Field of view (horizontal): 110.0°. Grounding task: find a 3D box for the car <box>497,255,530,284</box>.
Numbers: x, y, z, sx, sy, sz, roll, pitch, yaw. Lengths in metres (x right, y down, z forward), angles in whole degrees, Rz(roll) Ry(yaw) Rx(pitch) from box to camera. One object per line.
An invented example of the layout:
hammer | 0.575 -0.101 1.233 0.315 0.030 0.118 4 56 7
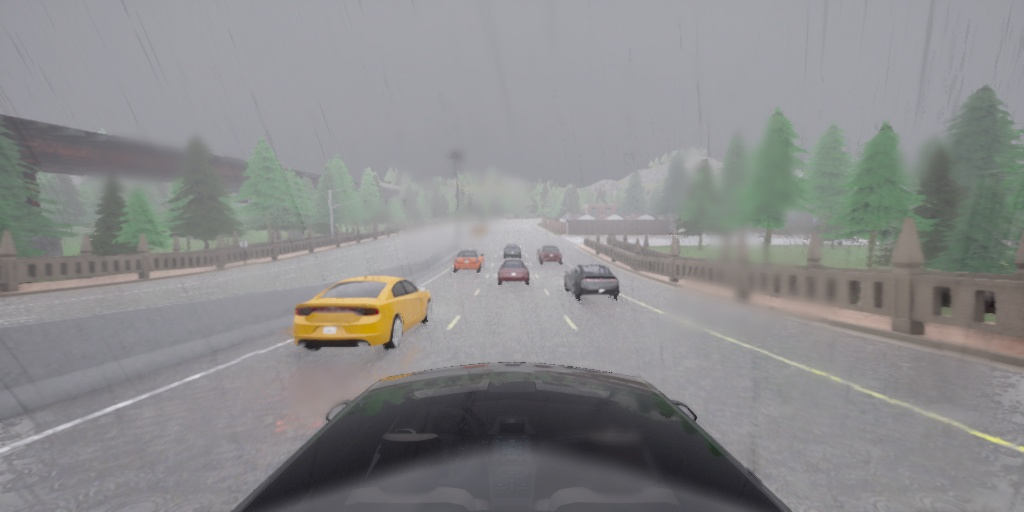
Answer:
car | 0.098 0.913 22.852 1.994 1.385 4.181 0 3 0

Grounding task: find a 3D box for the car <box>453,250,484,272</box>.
car | -3.420 0.246 29.138 2.097 1.767 4.553 0 5 0

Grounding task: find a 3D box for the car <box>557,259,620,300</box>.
car | 3.600 1.117 16.835 2.128 1.511 4.902 0 2 0

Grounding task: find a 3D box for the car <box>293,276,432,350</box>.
car | -3.400 1.238 9.170 1.882 1.535 5.008 0 0 0

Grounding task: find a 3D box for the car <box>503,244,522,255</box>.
car | 0.032 -0.635 39.312 1.994 1.385 4.181 0 7 0

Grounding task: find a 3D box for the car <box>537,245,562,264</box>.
car | 3.555 -0.277 34.511 2.097 1.767 4.553 0 6 0
